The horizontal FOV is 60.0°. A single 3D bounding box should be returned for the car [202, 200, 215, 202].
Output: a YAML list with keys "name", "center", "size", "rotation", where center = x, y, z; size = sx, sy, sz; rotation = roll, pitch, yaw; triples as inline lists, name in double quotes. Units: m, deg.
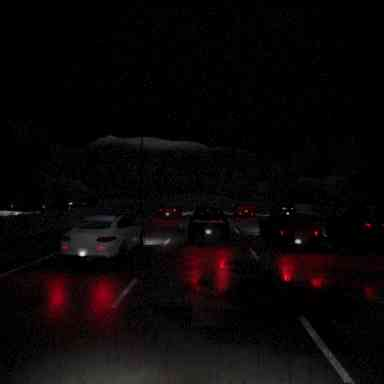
- name: "car"
  center: [1.664, 1.580, 33.375]
  size: [1.882, 1.535, 5.008]
  rotation: [1, -1, 3]

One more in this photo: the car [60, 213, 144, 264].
- name: "car"
  center: [-2.925, 1.462, 11.551]
  size: [1.812, 1.442, 4.674]
  rotation: [1, 0, 3]

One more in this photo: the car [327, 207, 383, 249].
- name: "car"
  center: [7.767, 1.440, 15.028]
  size: [2.097, 1.767, 4.553]
  rotation: [1, 0, 3]

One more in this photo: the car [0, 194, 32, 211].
- name: "car"
  center: [-19.299, 1.344, 38.359]
  size: [2.128, 1.511, 4.902]
  rotation: [1, -1, 3]

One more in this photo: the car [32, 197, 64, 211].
- name: "car"
  center: [-15.804, 1.392, 38.228]
  size: [2.128, 1.511, 4.902]
  rotation: [1, -1, 3]

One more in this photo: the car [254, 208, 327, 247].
- name: "car"
  center: [4.272, 1.640, 15.204]
  size: [1.895, 1.301, 4.718]
  rotation: [1, 0, 3]

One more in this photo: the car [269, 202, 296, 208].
- name: "car"
  center: [8.584, 1.689, 31.628]
  size: [1.837, 1.490, 4.892]
  rotation: [1, -1, 3]

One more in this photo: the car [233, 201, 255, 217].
- name: "car"
  center: [5.159, 1.628, 33.192]
  size: [1.882, 1.535, 5.008]
  rotation: [1, -1, 3]

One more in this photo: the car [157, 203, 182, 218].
- name: "car"
  center: [-1.972, 1.629, 30.767]
  size: [1.895, 1.301, 4.718]
  rotation: [1, 0, 3]

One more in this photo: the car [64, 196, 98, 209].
- name: "car"
  center: [-12.314, 1.299, 37.919]
  size: [2.097, 1.767, 4.553]
  rotation: [1, -1, 3]

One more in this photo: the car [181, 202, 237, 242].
- name: "car"
  center: [0.833, 1.486, 16.506]
  size: [2.128, 1.511, 4.902]
  rotation: [1, 0, 3]

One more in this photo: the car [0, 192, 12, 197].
- name: "car"
  center: [-22.795, 1.024, 38.423]
  size: [2.150, 2.045, 5.566]
  rotation: [1, -1, 3]
